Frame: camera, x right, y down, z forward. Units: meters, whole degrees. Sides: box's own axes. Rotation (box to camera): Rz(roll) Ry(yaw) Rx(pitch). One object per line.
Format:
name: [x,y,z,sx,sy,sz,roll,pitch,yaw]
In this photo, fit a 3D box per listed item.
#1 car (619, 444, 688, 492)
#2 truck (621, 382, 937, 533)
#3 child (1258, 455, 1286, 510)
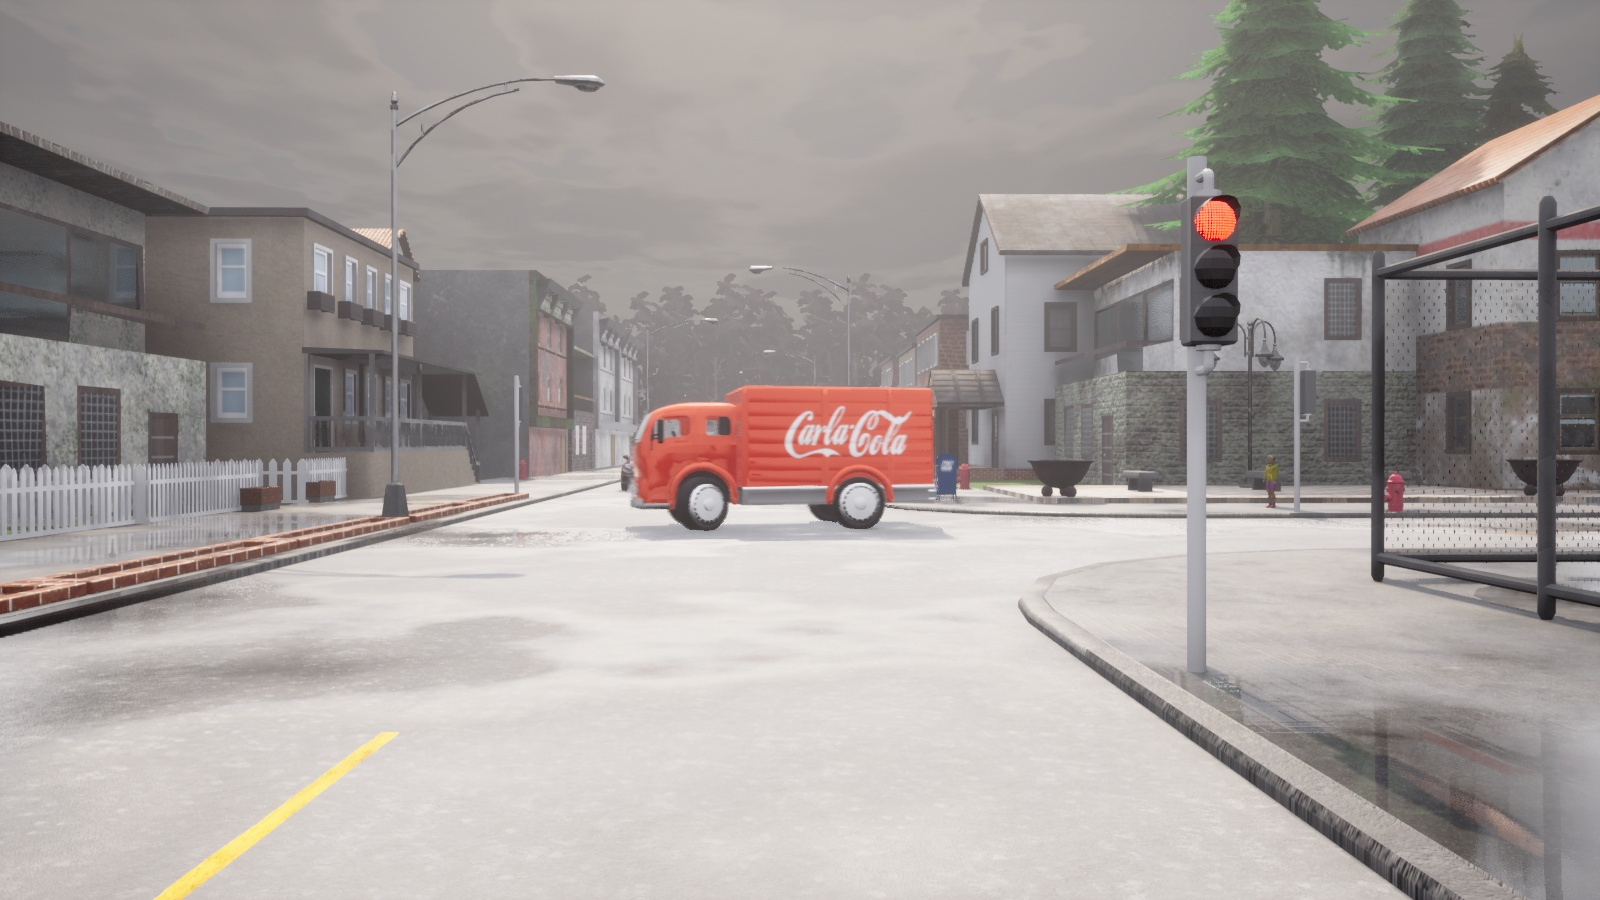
car: [-4.706,0.538,40.827,1.812,1.442,4.674,0,0,-2]
truck: [-0.467,0.131,22.357,5.204,2.467,2.627,0,-1,-12]
child: [10.032,0.690,26.706,0.473,1.160,0.299,0,0,-21]
